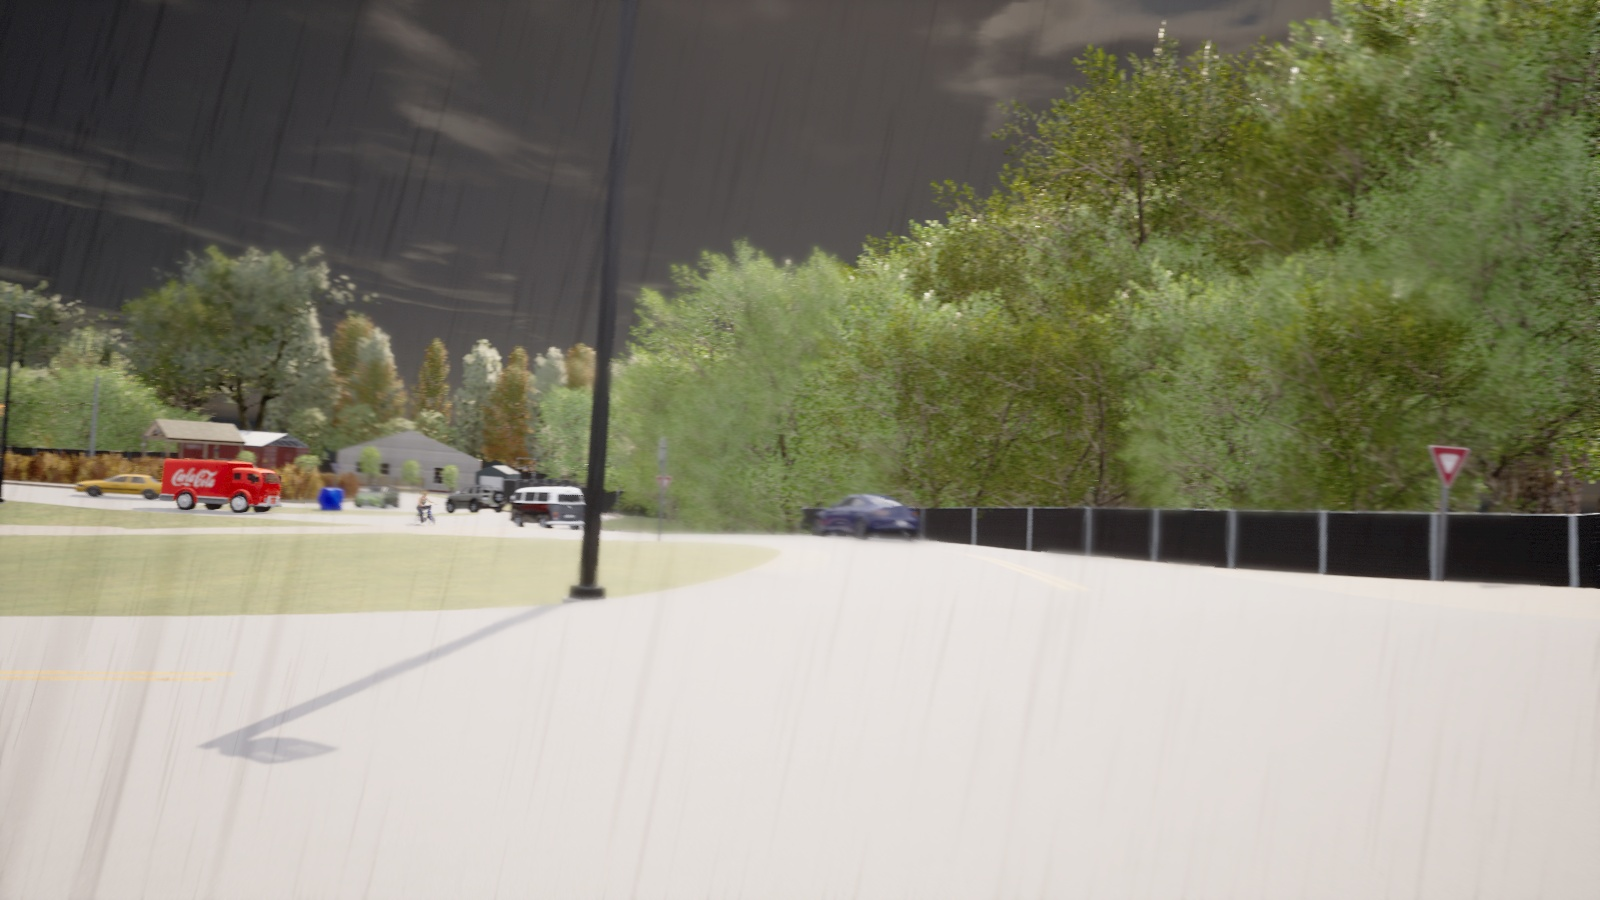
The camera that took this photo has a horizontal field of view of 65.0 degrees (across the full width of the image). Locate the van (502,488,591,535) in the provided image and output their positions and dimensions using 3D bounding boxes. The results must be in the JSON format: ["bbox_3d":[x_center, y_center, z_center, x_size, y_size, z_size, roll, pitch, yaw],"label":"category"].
[{"bbox_3d":[-11.529,2.767,56.848,2.069,2.038,4.480,3,-3,-38],"label":"van"}]

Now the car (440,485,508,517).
[{"bbox_3d":[-20.357,3.211,78.350,4.605,1.855,1.932,-4,-5,44],"label":"car"}]

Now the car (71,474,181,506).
[{"bbox_3d":[-39.806,2.380,74.299,5.366,1.575,1.801,4,-1,-18],"label":"car"}]

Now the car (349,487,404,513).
[{"bbox_3d":[-28.139,3.312,83.605,2.007,1.525,4.514,2,-1,2],"label":"car"}]

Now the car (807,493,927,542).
[{"bbox_3d":[2.080,2.143,40.468,1.812,1.442,4.674,3,-3,-26],"label":"car"}]

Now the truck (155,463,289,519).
[{"bbox_3d":[-27.991,1.984,60.923,5.204,2.467,2.627,2,-2,8],"label":"truck"}]
